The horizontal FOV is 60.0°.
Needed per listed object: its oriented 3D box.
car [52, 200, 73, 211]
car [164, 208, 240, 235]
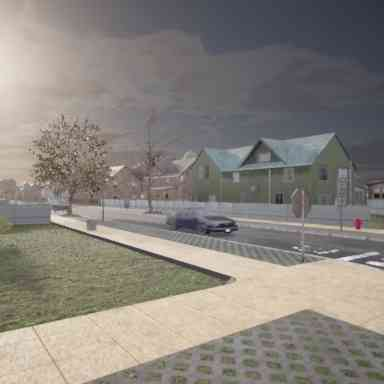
[{"bbox_3d":[-17.901,1.828,45.902,1.837,1.490,4.892,1,-1,-35],"label":"car"},{"bbox_3d":[0.371,1.629,19.535,2.033,1.411,5.357,1,-1,-35],"label":"car"}]
